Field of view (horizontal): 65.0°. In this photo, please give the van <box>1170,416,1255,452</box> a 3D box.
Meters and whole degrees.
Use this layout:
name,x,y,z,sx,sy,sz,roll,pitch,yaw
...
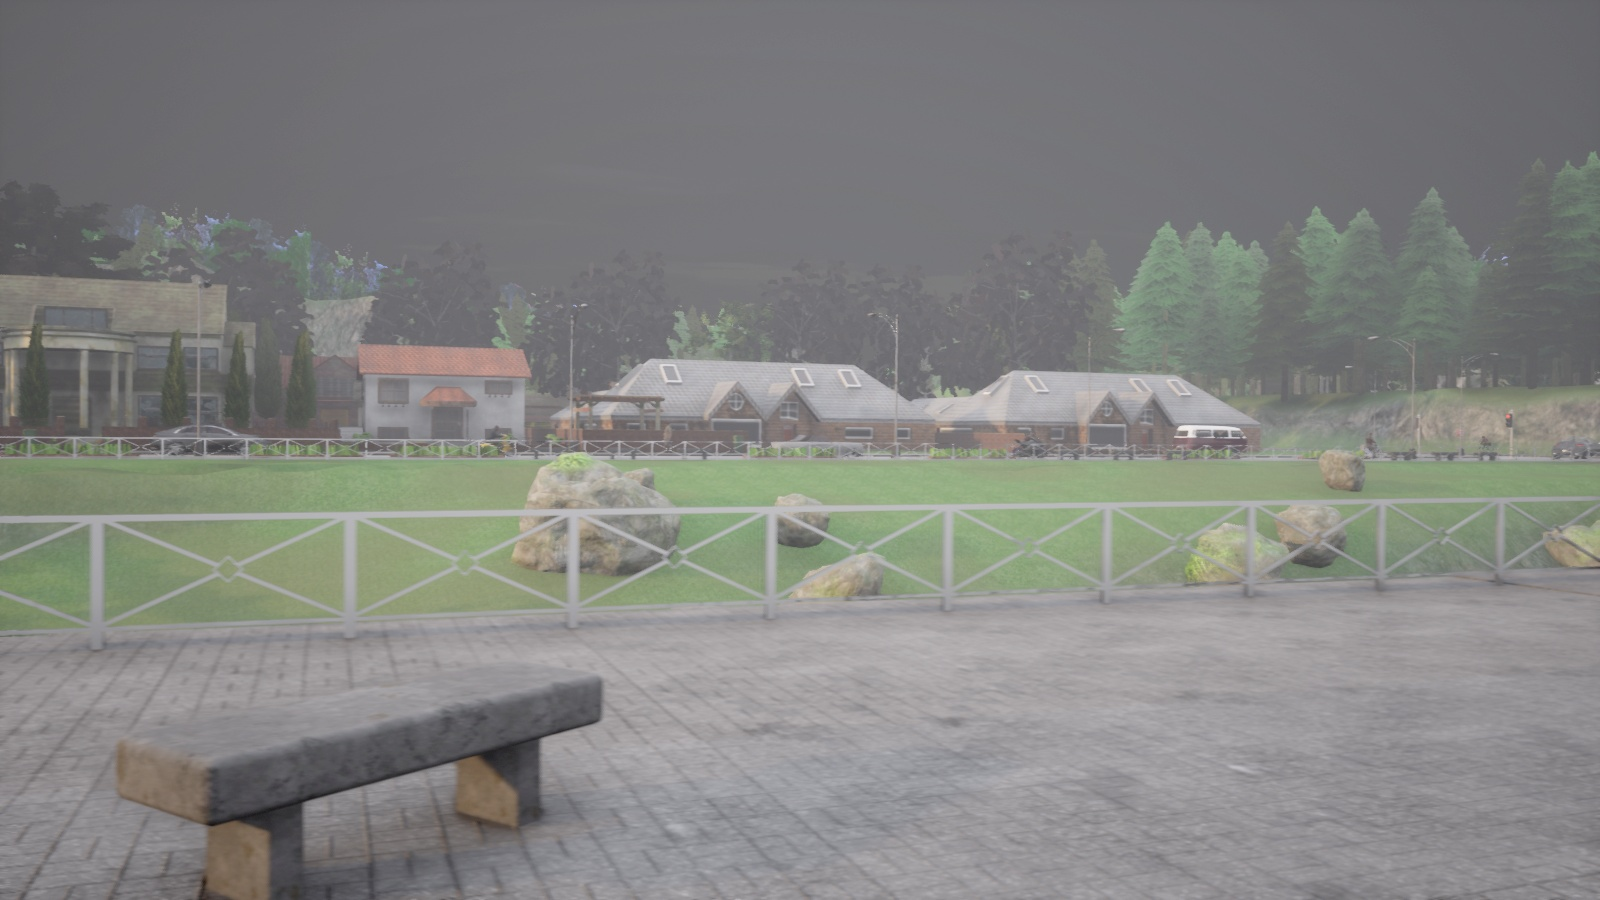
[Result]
name,x,y,z,sx,sy,sz,roll,pitch,yaw
van,24.545,-0.961,74.761,4.480,2.038,2.069,-1,1,-21

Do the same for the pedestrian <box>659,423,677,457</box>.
name,x,y,z,sx,sy,sz,roll,pitch,yaw
pedestrian,-7.574,-0.582,71.981,0.873,1.952,0.659,-1,1,-20

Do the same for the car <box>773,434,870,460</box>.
name,x,y,z,sx,sy,sz,roll,pitch,yaw
car,1.136,-0.186,65.885,4.718,1.301,1.895,-1,1,-21

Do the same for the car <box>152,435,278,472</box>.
name,x,y,z,sx,sy,sz,roll,pitch,yaw
car,-25.839,0.128,55.649,4.902,1.511,2.128,-1,1,-21

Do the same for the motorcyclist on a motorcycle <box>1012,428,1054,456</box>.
name,x,y,z,sx,sy,sz,roll,pitch,yaw
motorcyclist on a motorcycle,13.058,-0.454,70.407,2.191,1.530,0.866,-1,1,-21

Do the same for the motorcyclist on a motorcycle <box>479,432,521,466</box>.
name,x,y,z,sx,sy,sz,roll,pitch,yaw
motorcyclist on a motorcycle,-14.338,-0.070,60.012,1.817,1.590,0.866,-1,1,-21
